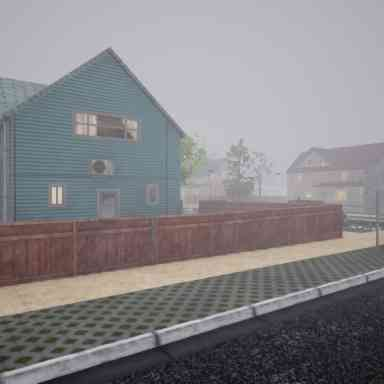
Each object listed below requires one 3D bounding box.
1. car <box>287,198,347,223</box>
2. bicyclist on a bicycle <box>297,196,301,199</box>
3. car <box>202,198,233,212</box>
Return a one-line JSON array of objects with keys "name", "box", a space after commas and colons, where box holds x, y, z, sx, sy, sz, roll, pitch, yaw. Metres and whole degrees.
[{"name": "car", "box": [8.546, 1.304, 23.649, 2.097, 1.767, 4.553, 0, 0, -35]}, {"name": "bicyclist on a bicycle", "box": [10.150, 1.206, 31.488, 1.656, 1.620, 0.582, -1, 1, -36]}, {"name": "car", "box": [2.713, 1.383, 31.831, 1.882, 1.535, 5.008, 0, 0, -36]}]
